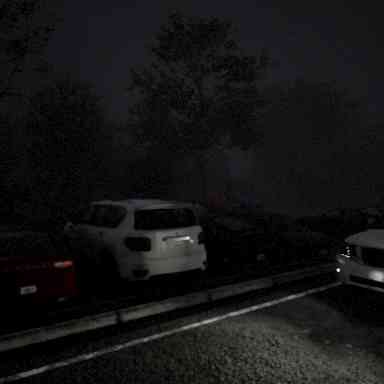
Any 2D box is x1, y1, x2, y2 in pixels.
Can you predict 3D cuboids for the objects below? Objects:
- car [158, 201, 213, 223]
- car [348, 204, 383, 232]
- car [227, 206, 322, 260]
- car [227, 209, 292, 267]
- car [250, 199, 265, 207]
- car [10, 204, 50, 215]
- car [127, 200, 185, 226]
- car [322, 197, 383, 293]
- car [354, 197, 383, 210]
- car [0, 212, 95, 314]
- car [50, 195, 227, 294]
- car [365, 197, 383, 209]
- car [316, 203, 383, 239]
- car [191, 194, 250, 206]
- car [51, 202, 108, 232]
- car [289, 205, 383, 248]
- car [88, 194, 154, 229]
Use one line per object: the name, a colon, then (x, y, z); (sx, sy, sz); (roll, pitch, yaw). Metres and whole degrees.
car: (-0.617, 1.499, 26.097); (2.002, 1.452, 4.674); (0, 0, -36)
car: (11.803, 1.496, 18.940); (2.163, 1.488, 4.792); (0, 0, -36)
car: (2.720, 1.486, 12.368); (2.163, 1.488, 4.792); (0, 0, -36)
car: (0.430, 1.459, 10.760); (2.231, 1.521, 4.892); (0, 0, -36)
car: (3.928, 1.216, 29.317); (2.435, 2.045, 5.566); (0, 0, -36)
car: (-9.559, 1.493, 19.665); (2.163, 1.488, 4.792); (0, 0, -36)
car: (-2.779, 1.458, 24.546); (2.097, 1.535, 5.008); (0, 0, -36)
car: (5.691, 1.211, 7.746); (5.566, 2.045, 2.150); (0, 0, -36)
car: (24.420, 1.514, 44.023); (2.231, 1.521, 4.892); (0, 0, -36)
car: (-4.132, 1.466, 7.494); (2.097, 1.535, 5.008); (0, 0, -36)
car: (-1.872, 1.211, 9.153); (2.435, 2.045, 5.566); (0, 0, -36)
car: (26.789, 1.515, 45.484); (1.946, 1.575, 5.366); (0, 0, -36)
car: (9.432, 1.459, 17.435); (1.946, 1.575, 5.366); (0, 0, -36)
car: (1.764, 1.211, 27.768); (2.435, 2.045, 5.566); (0, 0, -36)
car: (-7.328, 1.489, 21.333); (2.163, 1.488, 4.792); (0, 0, -36)
car: (7.266, 1.458, 15.651); (2.097, 1.535, 5.008); (0, 0, -36)
car: (-5.032, 1.206, 22.906); (2.435, 2.045, 5.566); (0, 0, -36)
